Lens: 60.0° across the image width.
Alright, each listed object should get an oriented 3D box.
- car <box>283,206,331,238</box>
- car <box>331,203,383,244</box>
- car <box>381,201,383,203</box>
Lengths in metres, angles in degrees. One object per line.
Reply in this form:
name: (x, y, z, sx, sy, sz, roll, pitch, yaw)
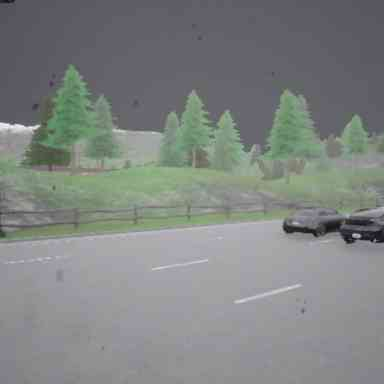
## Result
car: (6.584, 1.435, 17.042, 4.181, 1.385, 1.994, -1, 0, -35)
car: (8.125, 1.381, 13.842, 4.892, 1.490, 1.837, 0, 0, -36)
car: (18.210, 1.294, 29.734, 4.181, 1.385, 1.994, -1, 0, -35)
